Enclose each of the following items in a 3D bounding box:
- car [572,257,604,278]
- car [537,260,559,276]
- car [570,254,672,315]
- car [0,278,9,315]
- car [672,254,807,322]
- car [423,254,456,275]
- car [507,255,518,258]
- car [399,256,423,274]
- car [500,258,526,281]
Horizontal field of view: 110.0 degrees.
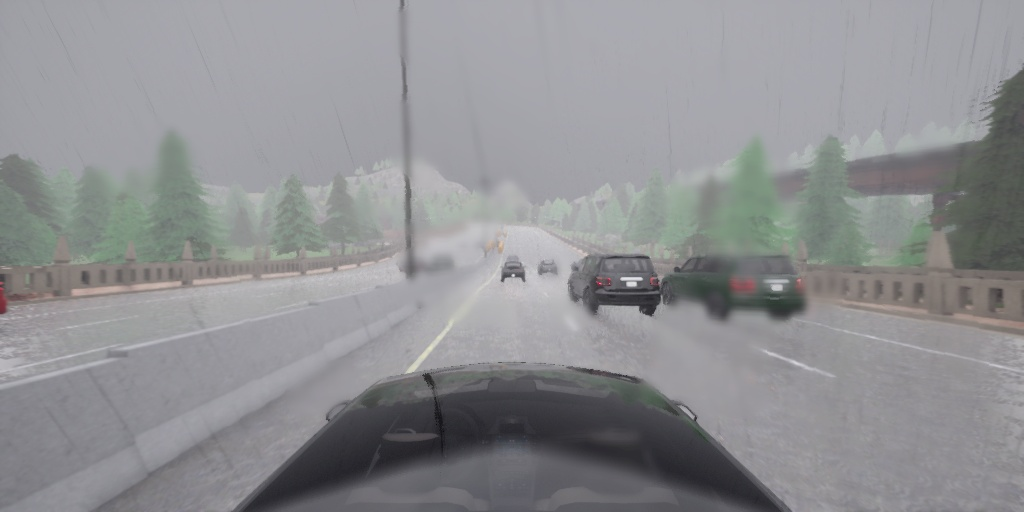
[{"bbox_3d":[7.098,1.012,34.072,2.097,1.767,4.553,0,0,0],"label":"car"},{"bbox_3d":[3.597,1.134,35.910,2.128,1.511,4.902,0,1,0],"label":"car"},{"bbox_3d":[3.599,0.939,13.451,2.150,2.045,5.566,0,0,0],"label":"car"},{"bbox_3d":[-14.099,0.958,6.855,2.150,2.045,5.566,0,0,0],"label":"car"},{"bbox_3d":[7.100,0.944,12.268,2.150,2.045,5.566,0,0,0],"label":"car"},{"bbox_3d":[-7.092,0.854,36.751,2.150,2.045,5.566,0,1,0],"label":"car"},{"bbox_3d":[0.100,0.565,50.806,2.033,1.411,5.357,0,4,1],"label":"car"},{"bbox_3d":[-10.589,0.933,38.998,2.097,1.767,4.553,0,2,0],"label":"car"},{"bbox_3d":[0.098,1.183,29.114,1.837,1.490,4.892,0,0,0],"label":"car"}]
